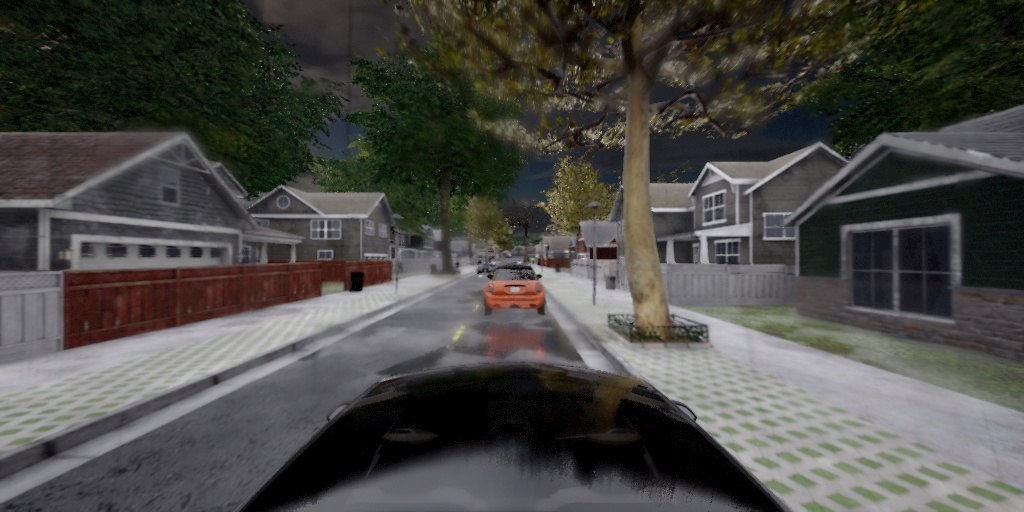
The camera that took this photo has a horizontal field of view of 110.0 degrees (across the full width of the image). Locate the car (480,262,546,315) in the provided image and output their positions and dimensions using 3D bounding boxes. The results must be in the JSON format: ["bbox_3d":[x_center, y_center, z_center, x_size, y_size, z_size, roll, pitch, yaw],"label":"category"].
[{"bbox_3d":[0.101,1.110,13.800,2.097,1.767,4.553,0,0,0],"label":"car"}]

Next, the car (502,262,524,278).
[{"bbox_3d":[0.104,1.336,36.258,2.033,1.411,5.357,0,0,0],"label":"car"}]

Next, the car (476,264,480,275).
[{"bbox_3d":[-2.833,1.360,40.062,1.994,1.385,4.181,0,0,0],"label":"car"}]
